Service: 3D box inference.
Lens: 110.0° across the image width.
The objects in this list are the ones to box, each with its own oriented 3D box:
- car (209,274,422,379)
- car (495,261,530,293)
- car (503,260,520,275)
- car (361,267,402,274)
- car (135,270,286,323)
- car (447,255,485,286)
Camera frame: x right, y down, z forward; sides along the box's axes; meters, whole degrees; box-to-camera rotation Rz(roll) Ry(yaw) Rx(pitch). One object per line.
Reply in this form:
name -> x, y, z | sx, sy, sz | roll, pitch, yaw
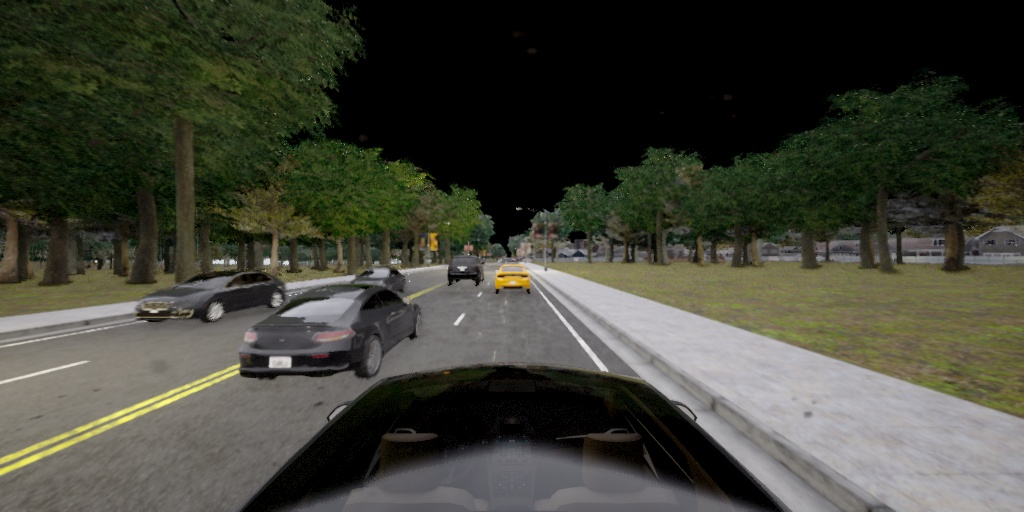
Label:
car -> -3.162, 1.282, 7.181 | 1.812, 1.442, 4.674 | 0, 0, 0
car -> 0.039, 1.223, 21.014 | 1.882, 1.535, 5.008 | 0, 0, 0
car -> -0.029, 1.266, 41.222 | 1.837, 1.490, 4.892 | 0, 0, 0
car -> -6.649, 1.289, 18.015 | 1.812, 1.442, 4.674 | 0, 0, 0
car -> -9.879, 1.277, 12.314 | 1.837, 1.490, 4.892 | 0, 0, 0
car -> -3.227, 0.976, 25.842 | 2.150, 2.045, 5.566 | 0, 0, 0
